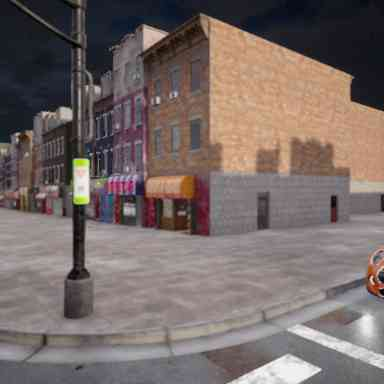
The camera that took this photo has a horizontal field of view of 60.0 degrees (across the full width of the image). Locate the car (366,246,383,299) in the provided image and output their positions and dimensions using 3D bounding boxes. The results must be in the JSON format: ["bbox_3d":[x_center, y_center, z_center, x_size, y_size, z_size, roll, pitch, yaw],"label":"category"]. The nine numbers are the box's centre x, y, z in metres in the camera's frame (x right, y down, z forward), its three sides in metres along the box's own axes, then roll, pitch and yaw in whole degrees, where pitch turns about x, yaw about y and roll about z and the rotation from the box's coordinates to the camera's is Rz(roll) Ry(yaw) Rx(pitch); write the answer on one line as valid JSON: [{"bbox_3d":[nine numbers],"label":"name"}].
[{"bbox_3d":[5.748,1.315,7.183,4.553,1.767,2.097,0,0,-36],"label":"car"}]
